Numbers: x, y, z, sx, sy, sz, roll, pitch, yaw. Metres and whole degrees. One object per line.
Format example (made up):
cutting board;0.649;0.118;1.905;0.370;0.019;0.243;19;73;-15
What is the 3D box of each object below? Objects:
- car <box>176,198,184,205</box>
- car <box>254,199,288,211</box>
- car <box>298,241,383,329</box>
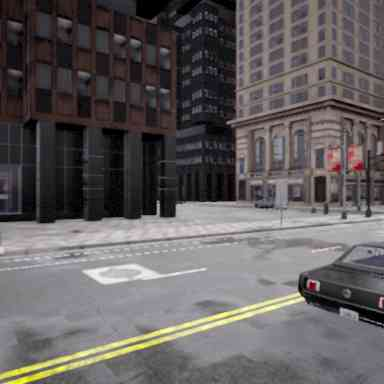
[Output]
car;-3.333;1.810;64.322;1.994;1.385;4.181;0;0;-35
car;10.570;1.705;44.589;2.128;1.511;4.902;0;0;-35
car;4.270;1.638;6.493;4.718;1.301;1.895;0;0;-36
